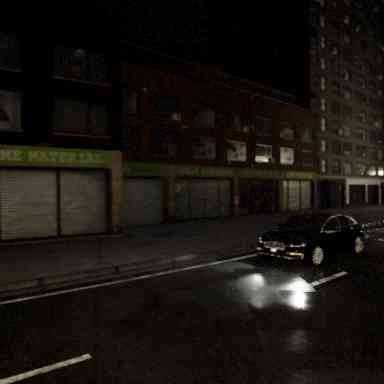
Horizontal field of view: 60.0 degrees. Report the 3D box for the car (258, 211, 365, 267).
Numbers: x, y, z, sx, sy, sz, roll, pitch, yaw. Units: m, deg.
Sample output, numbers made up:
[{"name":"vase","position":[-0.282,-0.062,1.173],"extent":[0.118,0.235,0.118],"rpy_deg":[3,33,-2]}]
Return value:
[{"name":"car","position":[4.269,1.474,11.539],"extent":[4.892,1.490,1.837],"rpy_deg":[0,0,-41]}]
